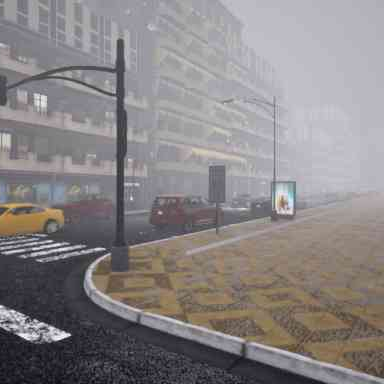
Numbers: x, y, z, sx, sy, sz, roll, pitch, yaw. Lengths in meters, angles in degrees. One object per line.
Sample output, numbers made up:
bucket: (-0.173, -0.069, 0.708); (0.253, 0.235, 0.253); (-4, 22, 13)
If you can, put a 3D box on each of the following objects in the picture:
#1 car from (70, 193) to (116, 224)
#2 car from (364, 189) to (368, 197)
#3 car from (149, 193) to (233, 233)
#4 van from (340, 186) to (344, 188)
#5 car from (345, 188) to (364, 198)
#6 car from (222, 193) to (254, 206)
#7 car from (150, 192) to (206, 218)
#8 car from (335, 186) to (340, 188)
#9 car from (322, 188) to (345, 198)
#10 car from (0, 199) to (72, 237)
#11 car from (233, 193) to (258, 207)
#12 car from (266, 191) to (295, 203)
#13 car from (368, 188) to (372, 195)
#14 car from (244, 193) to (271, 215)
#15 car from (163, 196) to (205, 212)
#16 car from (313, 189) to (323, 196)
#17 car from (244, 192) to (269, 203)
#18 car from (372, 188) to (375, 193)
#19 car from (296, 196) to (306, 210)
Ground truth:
car: (-7.047, 1.010, 22.456); (2.192, 1.841, 5.009); (1, 2, 35)
car: (31.622, 0.098, 63.187); (1.967, 1.590, 4.097); (1, 2, 35)
car: (-0.142, 1.026, 17.708); (2.192, 1.841, 5.009); (1, 2, 35)
van: (37.414, -0.446, 86.109); (1.690, 1.788, 3.998); (2, 2, 35)
car: (28.445, 0.309, 58.643); (1.887, 1.381, 4.507); (1, 2, 35)
car: (5.655, 0.829, 40.649); (2.008, 1.369, 4.403); (2, 2, 35)
car: (-1.024, 0.923, 26.588); (2.097, 1.767, 4.553); (0, 1, 35)
car: (34.238, -0.239, 81.565); (1.967, 1.590, 4.097); (2, 2, 35)
car: (24.595, 0.379, 57.681); (1.994, 1.385, 4.181); (0, 1, 35)
car: (-8.338, 1.300, 15.344); (1.882, 1.535, 5.008); (0, 1, 29)
car: (5.943, 0.849, 36.551); (1.837, 1.490, 4.892); (0, 1, 35)
car: (12.108, 0.632, 45.299); (2.128, 1.511, 4.902); (0, 1, 35)
car: (34.798, 0.096, 67.737); (1.887, 1.381, 4.507); (1, 2, 35)
car: (6.209, 1.069, 26.809); (1.947, 1.339, 4.313); (1, 2, 35)
car: (-0.697, 1.069, 31.557); (1.802, 1.307, 4.206); (2, 2, 35)
car: (27.885, -0.025, 72.471); (1.967, 1.590, 4.097); (2, 2, 35)
car: (8.830, 0.754, 45.196); (1.802, 1.307, 4.206); (2, 2, 35)
car: (37.974, -0.012, 72.285); (1.887, 1.381, 4.507); (1, 2, 35)
car: (9.386, 0.965, 31.358); (1.947, 1.339, 4.313); (1, 2, 35)
